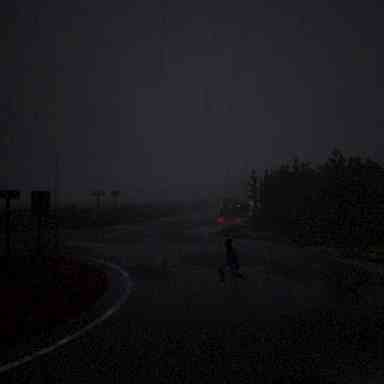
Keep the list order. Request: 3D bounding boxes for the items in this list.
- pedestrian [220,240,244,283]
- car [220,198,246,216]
[{"bbox_3d":[0.974,1.294,8.192,0.375,1.860,0.375,0,0,-8],"label":"pedestrian"},{"bbox_3d":[4.230,1.325,32.047,2.097,1.767,4.553,0,0,22],"label":"car"}]
